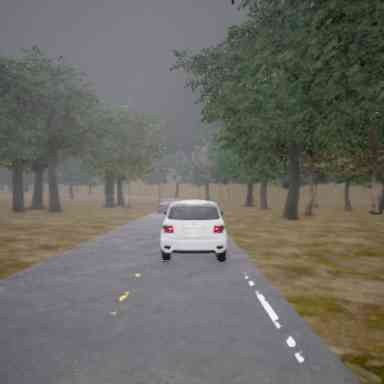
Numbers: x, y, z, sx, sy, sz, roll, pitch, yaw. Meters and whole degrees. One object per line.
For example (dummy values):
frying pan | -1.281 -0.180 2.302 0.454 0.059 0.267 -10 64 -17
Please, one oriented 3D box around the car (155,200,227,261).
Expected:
car | 0.066 1.309 12.791 2.150 2.045 5.566 0 0 0

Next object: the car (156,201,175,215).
car | -3.101 1.834 39.400 1.812 1.442 4.674 0 -1 0

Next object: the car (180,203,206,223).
car | 0.084 1.767 28.857 2.033 1.411 5.357 0 0 0
